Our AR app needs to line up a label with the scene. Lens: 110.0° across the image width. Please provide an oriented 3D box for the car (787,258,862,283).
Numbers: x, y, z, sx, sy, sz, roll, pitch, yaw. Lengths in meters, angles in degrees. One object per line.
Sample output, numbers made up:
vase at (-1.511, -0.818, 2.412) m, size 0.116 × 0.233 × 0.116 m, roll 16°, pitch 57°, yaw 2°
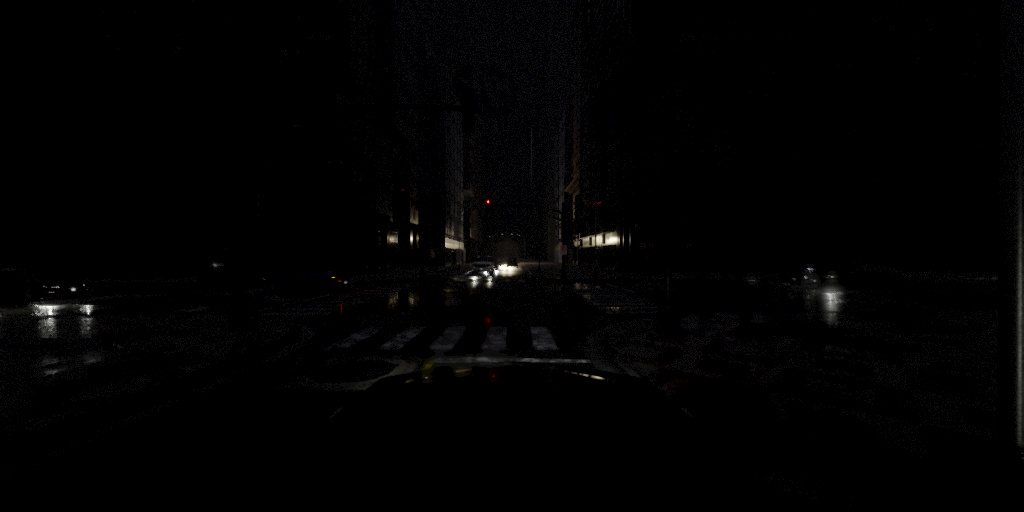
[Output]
car at (21.032, 0.947, 23.829) m, size 4.553 × 1.767 × 2.097 m, roll 0°, pitch 0°, yaw 0°

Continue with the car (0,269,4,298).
car at (-24.282, 1.104, 14.021) m, size 5.566 × 2.045 × 2.150 m, roll 0°, pitch 0°, yaw 0°

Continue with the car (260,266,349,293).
car at (-11.897, 1.327, 20.731) m, size 4.674 × 1.442 × 1.812 m, roll 0°, pitch 0°, yaw 2°

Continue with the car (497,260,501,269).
car at (-3.034, 1.357, 54.400) m, size 1.895 × 1.301 × 4.718 m, roll 0°, pitch 0°, yaw 0°

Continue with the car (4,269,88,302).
car at (-23.543, 1.375, 17.271) m, size 4.892 × 1.490 × 1.837 m, roll 0°, pitch 0°, yaw 0°

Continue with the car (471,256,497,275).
car at (-3.067, 0.973, 38.589) m, size 2.150 × 2.045 × 5.566 m, roll 0°, pitch 0°, yaw 0°

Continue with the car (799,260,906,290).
car at (19.714, 1.136, 20.586) m, size 4.674 × 1.442 × 1.812 m, roll 0°, pitch 0°, yaw 0°
